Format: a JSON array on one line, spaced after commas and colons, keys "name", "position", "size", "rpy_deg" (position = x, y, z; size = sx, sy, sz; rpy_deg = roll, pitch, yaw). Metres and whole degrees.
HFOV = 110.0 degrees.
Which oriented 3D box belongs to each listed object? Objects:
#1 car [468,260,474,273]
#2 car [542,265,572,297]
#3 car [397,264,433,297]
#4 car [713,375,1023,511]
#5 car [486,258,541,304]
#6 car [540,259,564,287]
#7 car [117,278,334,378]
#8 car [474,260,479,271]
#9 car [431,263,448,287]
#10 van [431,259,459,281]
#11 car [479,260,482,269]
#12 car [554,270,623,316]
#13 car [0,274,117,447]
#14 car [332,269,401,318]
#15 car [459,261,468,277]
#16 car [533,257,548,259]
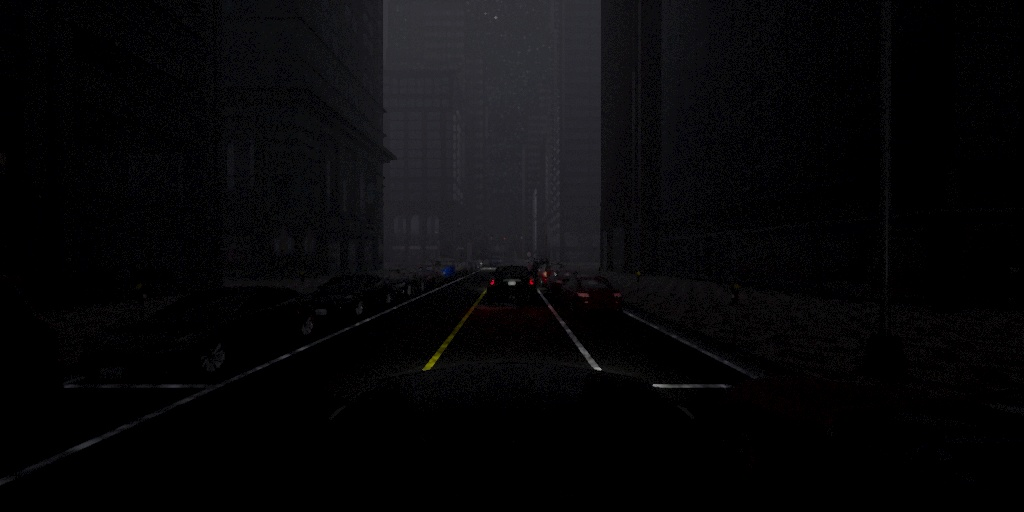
[{"name": "car", "position": [-5.763, 1.341, 41.164], "size": [1.802, 1.307, 4.207], "rpy_deg": [0, 0, 0]}, {"name": "car", "position": [2.762, 1.329, 18.624], "size": [1.802, 1.307, 4.207], "rpy_deg": [0, 0, 0]}, {"name": "car", "position": [-5.763, 1.298, 18.618], "size": [2.007, 1.370, 4.403], "rpy_deg": [0, 0, 0]}, {"name": "car", "position": [2.762, 1.329, 1.714], "size": [1.802, 1.307, 4.207], "rpy_deg": [0, 0, 0]}, {"name": "car", "position": [0.000, 1.114, 16.470], "size": [2.097, 1.767, 4.553], "rpy_deg": [0, 0, 0]}, {"name": "car", "position": [2.762, 1.189, 24.259], "size": [1.967, 1.591, 4.097], "rpy_deg": [0, 0, 0]}, {"name": "car", "position": [-5.763, 1.312, 7.345], "size": [1.948, 1.339, 4.313], "rpy_deg": [0, 0, 0]}, {"name": "car", "position": [-5.763, 1.330, 46.801], "size": [1.948, 1.339, 4.313], "rpy_deg": [0, 0, 0]}, {"name": "car", "position": [-5.763, 1.331, 24.255], "size": [1.802, 1.307, 4.207], "rpy_deg": [0, 0, 0]}, {"name": "van", "position": [-5.763, 1.092, 29.891], "size": [1.690, 1.789, 3.998], "rpy_deg": [0, 0, 0]}, {"name": "car", "position": [-5.763, 1.335, 52.437], "size": [1.948, 1.339, 4.313], "rpy_deg": [0, 0, 0]}, {"name": "car", "position": [2.762, 1.329, 12.987], "size": [1.802, 1.307, 4.207], "rpy_deg": [0, 0, 0]}, {"name": "car", "position": [-5.763, 1.061, 1.708], "size": [2.192, 1.841, 5.009], "rpy_deg": [0, 0, 0]}, {"name": "car", "position": [-5.763, 1.312, 12.981], "size": [1.948, 1.339, 4.313], "rpy_deg": [0, 0, 0]}, {"name": "car", "position": [-5.763, 1.280, 35.358], "size": [1.751, 1.417, 4.829], "rpy_deg": [0, 0, 0]}, {"name": "car", "position": [2.762, 1.070, 35.531], "size": [2.192, 1.841, 5.009], "rpy_deg": [0, 0, 0]}]
